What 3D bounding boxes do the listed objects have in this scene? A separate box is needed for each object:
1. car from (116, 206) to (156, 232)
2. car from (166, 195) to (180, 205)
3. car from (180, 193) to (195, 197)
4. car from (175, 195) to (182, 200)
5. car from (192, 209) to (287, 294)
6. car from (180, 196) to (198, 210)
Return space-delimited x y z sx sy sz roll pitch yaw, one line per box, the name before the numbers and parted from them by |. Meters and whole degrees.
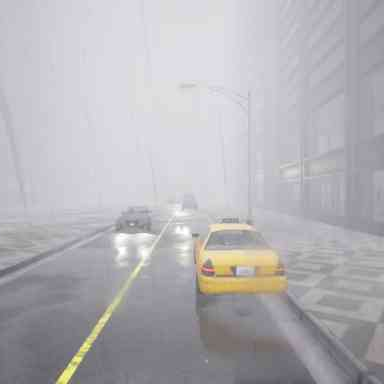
car | -3.270 1.569 20.041 1.994 1.385 4.181 0 0 0
car | -3.589 1.519 61.247 1.837 1.490 4.892 0 0 0
car | -0.456 1.235 53.478 2.150 2.045 5.566 0 0 0
car | -3.809 1.536 94.811 1.812 1.442 4.674 0 0 -1
car | 0.974 1.457 8.792 1.801 1.575 5.366 0 0 0
car | -0.270 1.575 42.979 1.994 1.385 4.181 0 0 -1
